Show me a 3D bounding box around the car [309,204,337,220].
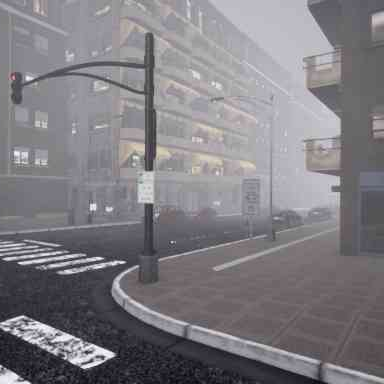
[{"bbox_3d":[14.192,2.296,36.745,1.947,1.339,4.313,-1,-2,35],"label":"car"}]

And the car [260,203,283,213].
[{"bbox_3d":[10.597,2.327,46.148,1.887,1.381,4.507,-1,-1,35],"label":"car"}]

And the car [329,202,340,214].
[{"bbox_3d":[20.759,2.458,46.210,1.752,1.417,4.829,-1,-2,35],"label":"car"}]

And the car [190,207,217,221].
[{"bbox_3d":[0.892,2.063,32.162,1.802,1.307,4.206,-1,-1,35],"label":"car"}]

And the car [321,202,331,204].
[{"bbox_3d":[19.529,2.546,48.900,1.895,1.301,4.718,0,-1,35],"label":"car"}]

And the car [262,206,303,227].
[{"bbox_3d":[7.722,2.095,27.421,1.947,1.339,4.313,-1,-2,35],"label":"car"}]

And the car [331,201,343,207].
[{"bbox_3d":[36.451,3.022,83.464,1.967,1.590,4.097,-1,-1,35],"label":"car"}]

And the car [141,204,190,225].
[{"bbox_3d":[-2.343,1.821,27.503,1.967,1.590,4.097,-1,-1,35],"label":"car"}]

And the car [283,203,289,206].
[{"bbox_3d":[13.735,2.404,50.671,1.752,1.417,4.829,-1,-1,35],"label":"car"}]
